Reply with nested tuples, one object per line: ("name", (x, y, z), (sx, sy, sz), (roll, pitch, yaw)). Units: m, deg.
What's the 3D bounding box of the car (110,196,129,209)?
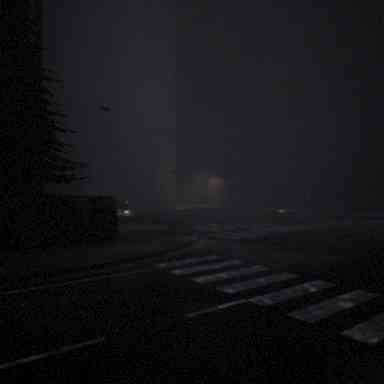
("car", (-9.684, 1.292, 42.043), (2.097, 1.767, 4.553), (0, 0, -35))
